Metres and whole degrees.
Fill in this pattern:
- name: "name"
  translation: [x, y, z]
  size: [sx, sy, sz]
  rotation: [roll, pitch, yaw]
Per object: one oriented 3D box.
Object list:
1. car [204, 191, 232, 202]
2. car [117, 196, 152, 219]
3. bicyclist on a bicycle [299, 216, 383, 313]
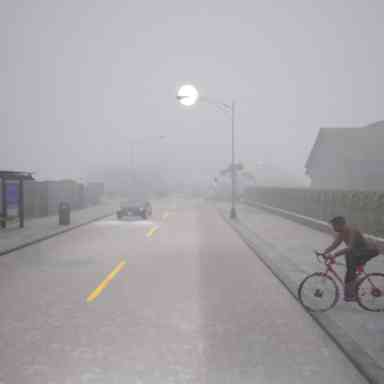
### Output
- name: "car"
  translation: [3.733, 0.542, 45.877]
  size: [4.674, 1.442, 1.812]
  rotation: [0, 1, -41]
- name: "car"
  translation: [-3.905, 1.027, 23.163]
  size: [1.812, 1.442, 4.674]
  rotation: [0, 1, 0]
- name: "bicyclist on a bicycle"
  translation: [2.600, 1.227, 5.558]
  size: [1.656, 1.620, 0.582]
  rotation: [0, 1, 0]
